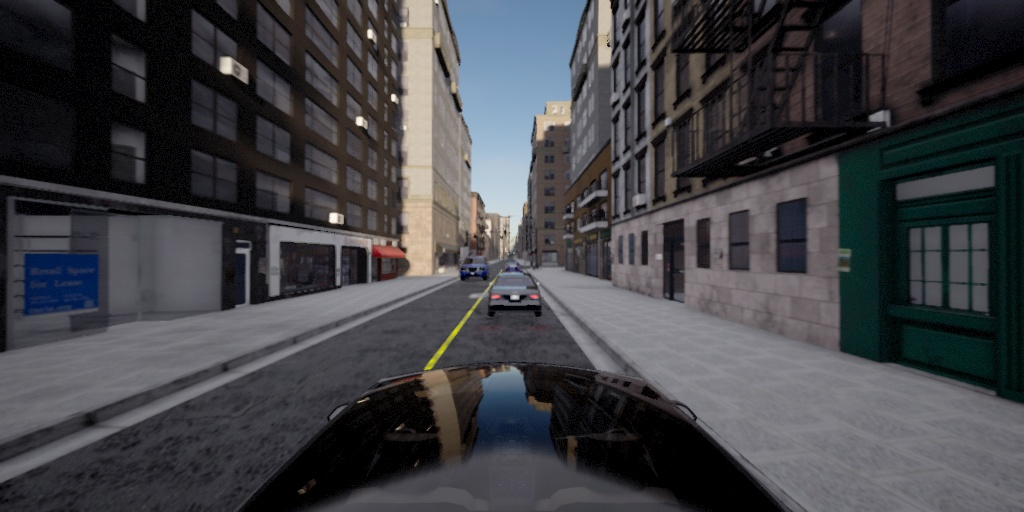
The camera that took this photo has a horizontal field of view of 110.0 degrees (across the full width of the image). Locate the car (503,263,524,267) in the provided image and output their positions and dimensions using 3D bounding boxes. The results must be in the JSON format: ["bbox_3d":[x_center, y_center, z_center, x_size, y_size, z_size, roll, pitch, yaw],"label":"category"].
[{"bbox_3d":[0.100,1.342,33.741,1.812,1.442,4.674,0,0,0],"label":"car"}]

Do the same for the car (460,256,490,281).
[{"bbox_3d":[-3.099,1.033,30.863,2.150,2.045,5.566,0,0,0],"label":"car"}]

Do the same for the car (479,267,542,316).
[{"bbox_3d":[0.096,1.323,13.496,2.033,1.411,5.357,0,0,0],"label":"car"}]
